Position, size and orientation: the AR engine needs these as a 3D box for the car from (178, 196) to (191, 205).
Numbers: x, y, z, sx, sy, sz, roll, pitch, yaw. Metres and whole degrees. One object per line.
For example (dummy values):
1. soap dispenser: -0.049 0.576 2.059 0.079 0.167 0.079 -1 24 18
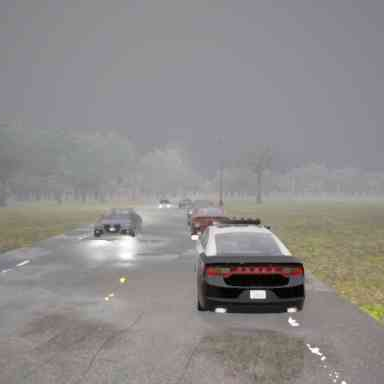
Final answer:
1. car: -1.320 1.506 59.135 2.128 1.511 4.902 0 0 -2

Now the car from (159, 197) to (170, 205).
1. car: -4.975 1.618 60.909 1.895 1.301 4.718 0 0 -1

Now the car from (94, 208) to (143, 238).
1. car: -3.794 1.561 17.661 1.994 1.385 4.181 0 0 -1

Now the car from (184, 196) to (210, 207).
1. car: 0.712 1.346 23.779 2.097 1.767 4.553 0 0 -2

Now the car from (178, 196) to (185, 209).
1. car: -0.906 1.496 46.252 2.128 1.511 4.902 0 0 -1

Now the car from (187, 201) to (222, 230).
1. car: 0.869 1.474 17.792 1.882 1.535 5.008 0 0 -1

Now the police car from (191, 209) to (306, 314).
1. police car: 1.024 1.423 7.865 1.930 1.638 5.238 0 0 -1
